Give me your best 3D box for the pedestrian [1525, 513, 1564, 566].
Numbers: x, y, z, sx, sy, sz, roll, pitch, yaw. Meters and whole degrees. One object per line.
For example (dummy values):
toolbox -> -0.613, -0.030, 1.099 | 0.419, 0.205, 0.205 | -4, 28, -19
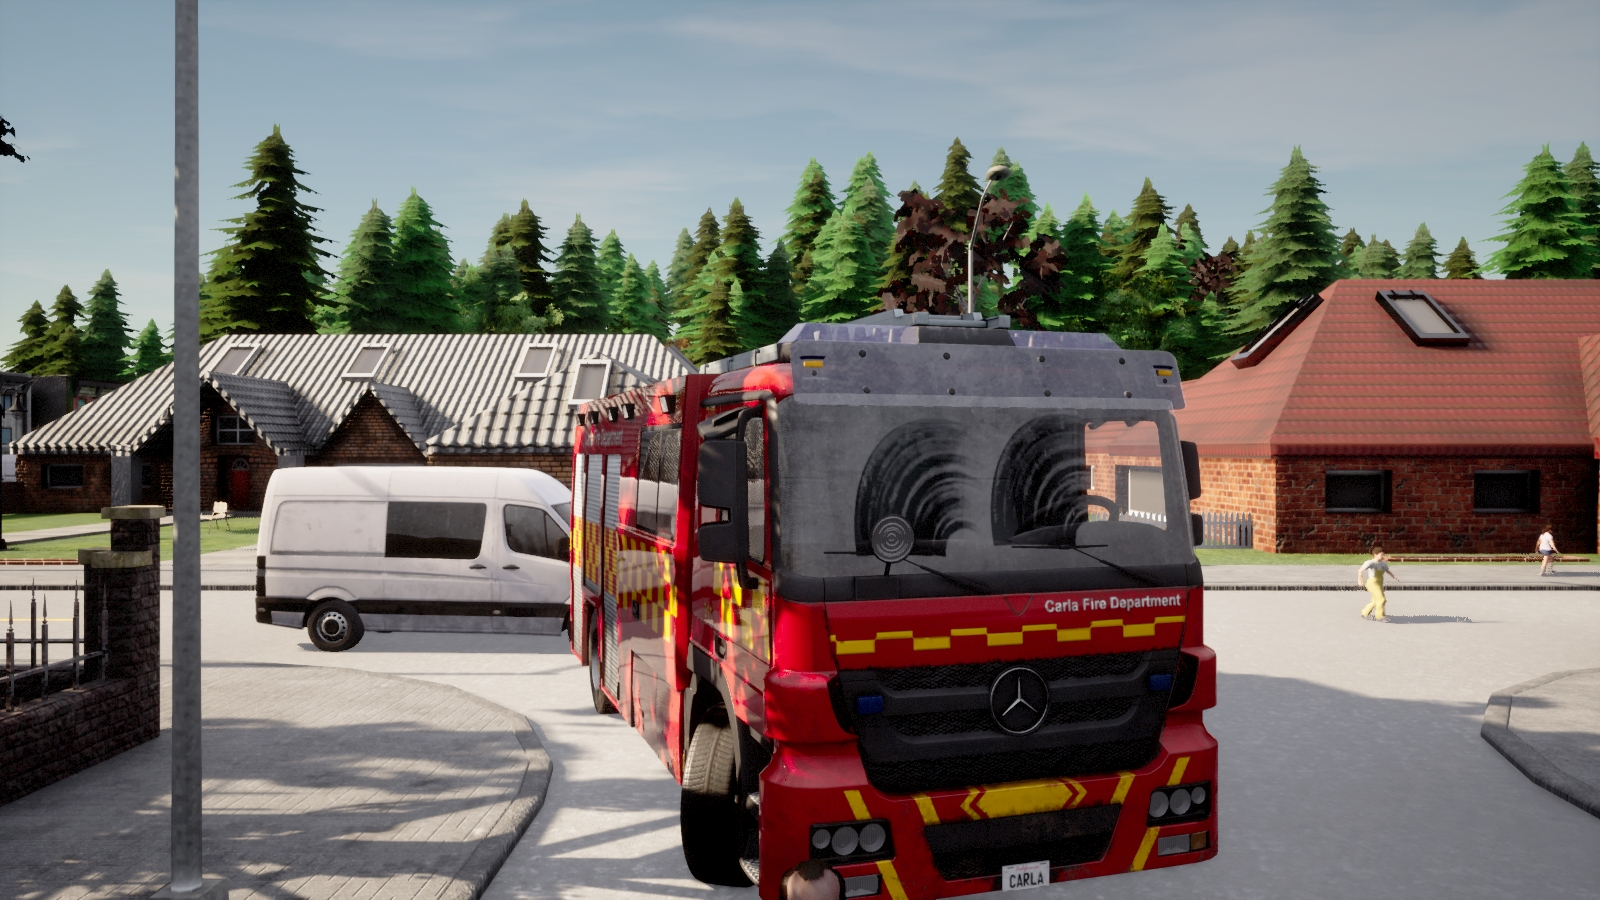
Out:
pedestrian -> 15.926, 1.905, 24.437 | 0.500, 1.100, 0.500 | 0, 0, -1

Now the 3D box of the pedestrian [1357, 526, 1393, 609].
pedestrian -> 9.361, 1.909, 18.594 | 0.375, 1.300, 0.375 | 0, 0, -26

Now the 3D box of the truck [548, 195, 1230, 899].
truck -> -0.279, 0.670, 10.050 | 2.891, 3.827, 8.468 | 0, 0, -19

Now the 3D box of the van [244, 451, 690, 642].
van -> -4.702, 1.313, 16.673 | 5.915, 2.561, 1.988 | 0, 0, 4
